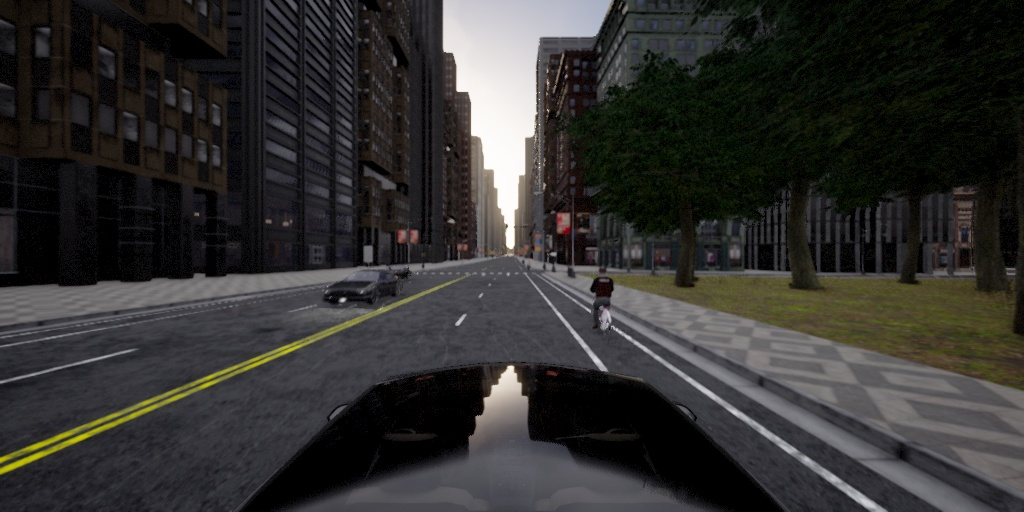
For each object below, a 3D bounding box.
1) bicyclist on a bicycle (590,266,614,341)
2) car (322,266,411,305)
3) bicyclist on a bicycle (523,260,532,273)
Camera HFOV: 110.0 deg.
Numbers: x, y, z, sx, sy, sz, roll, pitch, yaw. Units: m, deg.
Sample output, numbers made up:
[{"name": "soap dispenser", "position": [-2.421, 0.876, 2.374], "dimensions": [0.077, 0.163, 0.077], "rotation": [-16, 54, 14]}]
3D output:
[{"name": "bicyclist on a bicycle", "position": [2.253, 1.145, 9.115], "dimensions": [0.659, 1.776, 1.843], "rotation": [0, 0, 0]}, {"name": "car", "position": [-6.594, 1.350, 16.630], "dimensions": [2.033, 1.411, 5.357], "rotation": [0, 0, 0]}, {"name": "bicyclist on a bicycle", "position": [2.207, 1.402, 46.956], "dimensions": [0.866, 1.612, 1.509], "rotation": [1, 0, 1]}]
